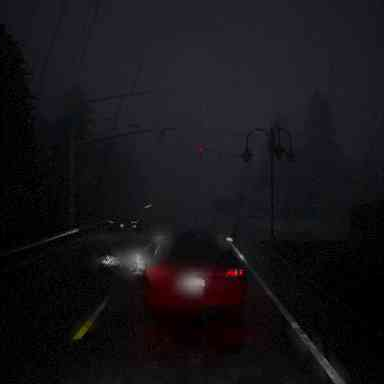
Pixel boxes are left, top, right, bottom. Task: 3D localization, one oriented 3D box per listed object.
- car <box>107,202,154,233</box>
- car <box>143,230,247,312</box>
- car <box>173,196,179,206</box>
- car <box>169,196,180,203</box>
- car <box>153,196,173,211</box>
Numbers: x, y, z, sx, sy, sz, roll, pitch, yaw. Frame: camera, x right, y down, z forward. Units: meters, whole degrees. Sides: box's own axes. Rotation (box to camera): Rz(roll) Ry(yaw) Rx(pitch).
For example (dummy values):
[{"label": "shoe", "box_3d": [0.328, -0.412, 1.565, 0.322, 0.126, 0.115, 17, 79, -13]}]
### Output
[{"label": "car", "box_3d": [-3.644, 1.515, 19.698, 1.837, 1.490, 4.892, 0, 0, 0]}, {"label": "car", "box_3d": [0.056, 1.564, 7.815, 1.994, 1.385, 4.181, 0, 0, 0]}, {"label": "car", "box_3d": [-3.736, 1.491, 55.795, 2.128, 1.511, 4.902, 0, 0, 0]}, {"label": "car", "box_3d": [-3.690, 1.513, 71.414, 2.033, 1.411, 5.357, 0, 0, 0]}, {"label": "car", "box_3d": [-3.707, 1.526, 40.098, 1.812, 1.442, 4.674, 0, 0, 0]}]
